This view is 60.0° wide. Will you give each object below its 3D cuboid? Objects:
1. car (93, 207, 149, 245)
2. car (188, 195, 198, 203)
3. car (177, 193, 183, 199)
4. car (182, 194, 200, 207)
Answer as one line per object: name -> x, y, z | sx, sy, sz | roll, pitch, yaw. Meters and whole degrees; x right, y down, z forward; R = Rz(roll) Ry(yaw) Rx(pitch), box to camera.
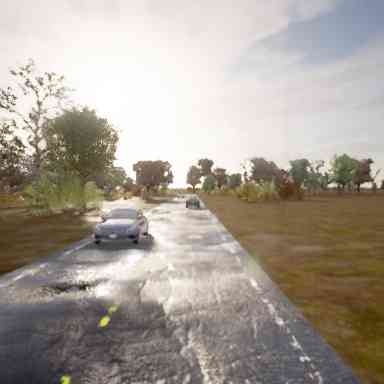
car -> -3.106, 1.471, 15.408 | 1.812, 1.442, 4.674 | 0, 0, 0
car -> 0.117, 1.343, 64.049 | 1.895, 1.301, 4.718 | 0, 0, 0
car -> -2.978, 1.143, 89.246 | 2.128, 1.511, 4.902 | 0, 0, 0
car -> 0.112, 1.317, 45.963 | 2.128, 1.511, 4.902 | 0, 0, 0
